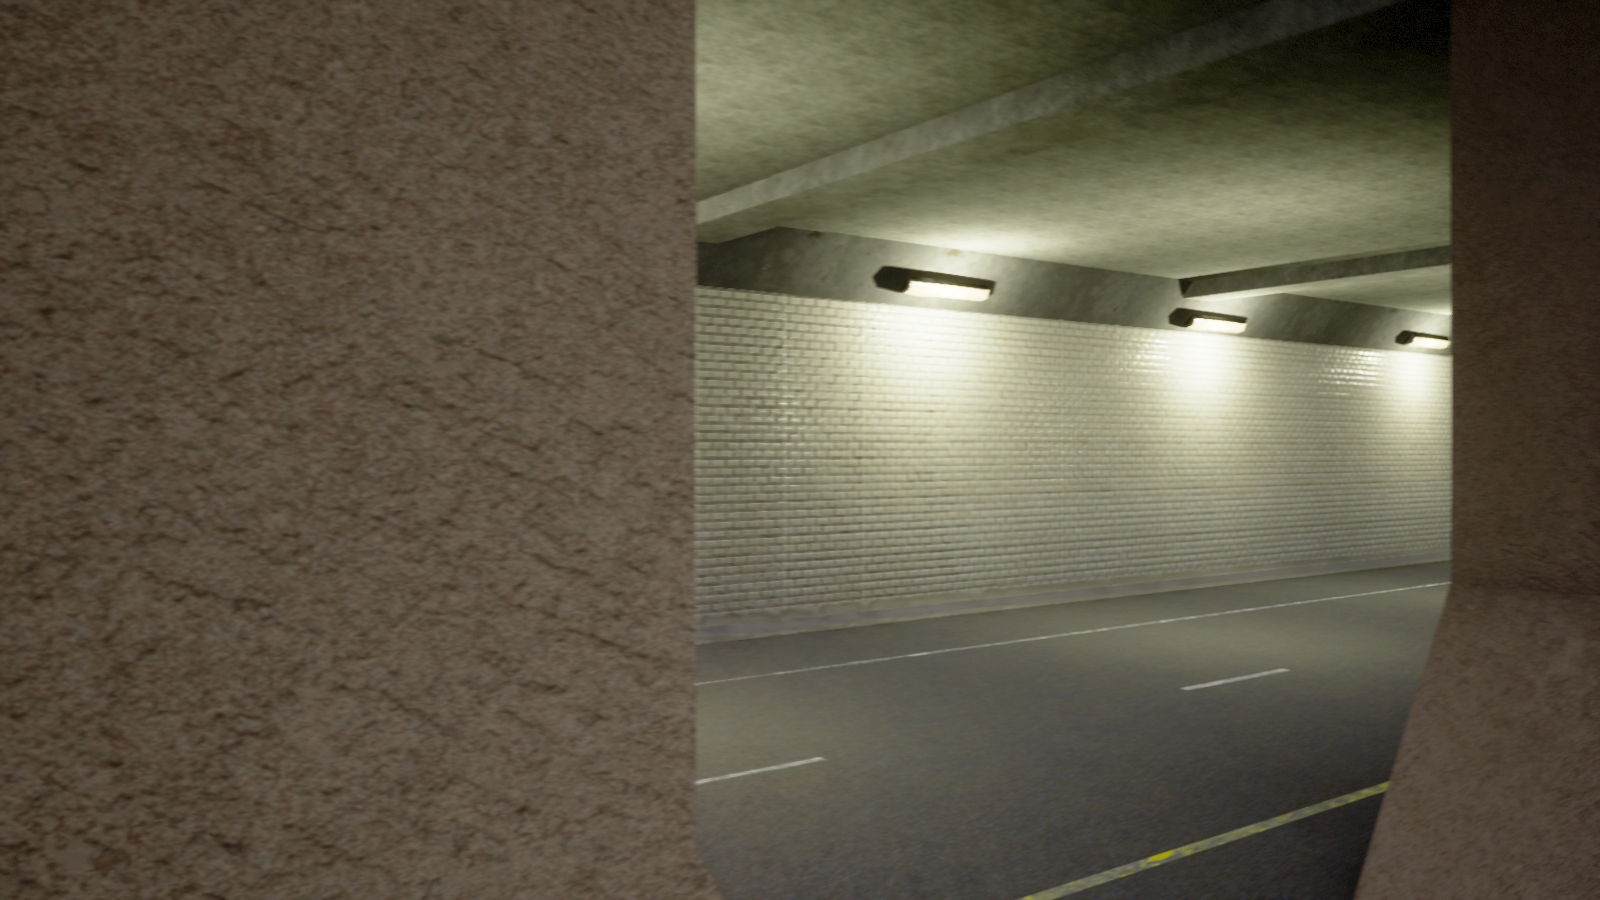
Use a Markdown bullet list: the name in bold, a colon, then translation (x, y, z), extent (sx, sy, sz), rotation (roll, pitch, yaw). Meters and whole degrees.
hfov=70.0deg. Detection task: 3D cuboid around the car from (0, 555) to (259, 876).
- **car**: translation (-6.103, 1.857, 8.056), extent (3.866, 1.878, 1.905), rotation (0, 0, -35)
